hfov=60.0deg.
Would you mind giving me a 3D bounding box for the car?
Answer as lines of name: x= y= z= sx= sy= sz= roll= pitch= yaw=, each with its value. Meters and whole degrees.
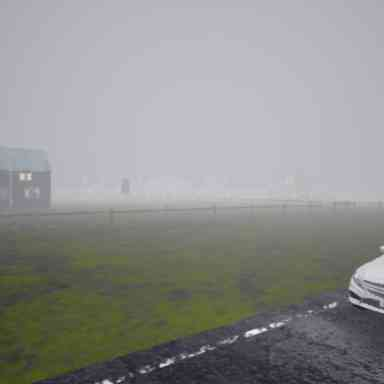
car: x=5.063 y=1.545 z=6.682 sx=4.674 sy=1.442 sz=1.812 roll=0 pitch=0 yaw=-35
